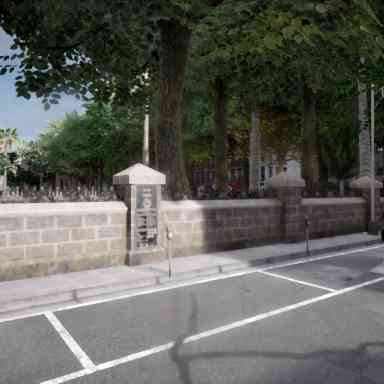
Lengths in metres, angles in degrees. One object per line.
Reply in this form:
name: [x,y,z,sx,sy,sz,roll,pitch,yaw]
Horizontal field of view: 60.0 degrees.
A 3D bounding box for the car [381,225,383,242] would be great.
car: [9.700,1.310,13.463,5.009,1.841,2.192,0,0,-36]
